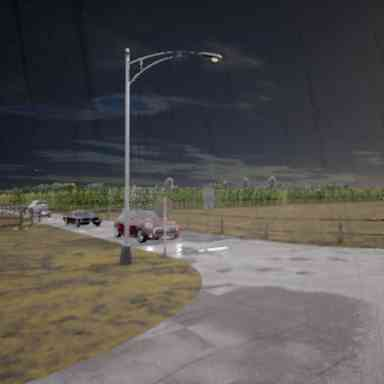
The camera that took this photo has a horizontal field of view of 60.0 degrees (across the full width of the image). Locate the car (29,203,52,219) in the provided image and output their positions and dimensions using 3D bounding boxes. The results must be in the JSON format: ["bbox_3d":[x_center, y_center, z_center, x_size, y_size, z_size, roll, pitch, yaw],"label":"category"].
[{"bbox_3d":[-18.338,2.378,40.222,2.128,1.511,4.902,1,-2,-35],"label":"car"}]

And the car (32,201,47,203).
[{"bbox_3d":[-25.296,2.447,54.839,2.150,2.045,5.566,1,-1,-36],"label":"car"}]

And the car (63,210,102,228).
[{"bbox_3d":[-9.005,2.171,27.252,1.895,1.301,4.718,1,-1,-36],"label":"car"}]

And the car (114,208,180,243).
[{"bbox_3d":[-2.569,1.710,18.346,2.097,1.767,4.553,1,-1,-36],"label":"car"}]
